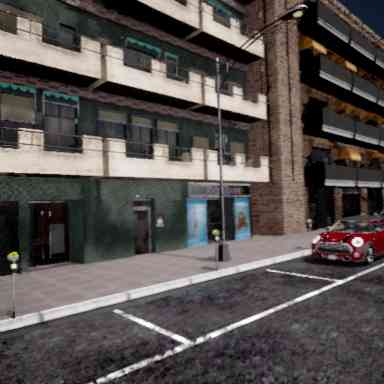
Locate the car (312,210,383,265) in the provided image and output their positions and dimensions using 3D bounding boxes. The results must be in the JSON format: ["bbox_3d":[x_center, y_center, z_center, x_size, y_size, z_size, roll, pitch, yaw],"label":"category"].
[{"bbox_3d":[6.209,1.674,12.568,4.097,1.590,1.967,0,-2,-42],"label":"car"}]
